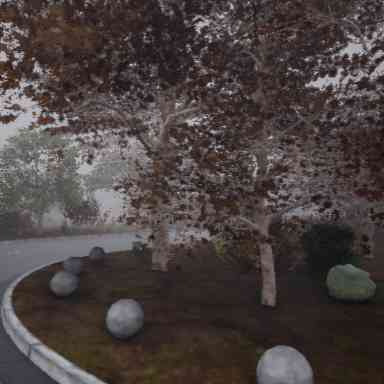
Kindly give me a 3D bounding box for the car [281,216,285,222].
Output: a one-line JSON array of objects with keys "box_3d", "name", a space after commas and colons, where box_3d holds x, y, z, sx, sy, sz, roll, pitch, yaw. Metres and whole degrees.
[{"box_3d": [14.229, 4.584, 52.881, 1.812, 1.442, 4.674, -1, -4, 35], "name": "car"}]
